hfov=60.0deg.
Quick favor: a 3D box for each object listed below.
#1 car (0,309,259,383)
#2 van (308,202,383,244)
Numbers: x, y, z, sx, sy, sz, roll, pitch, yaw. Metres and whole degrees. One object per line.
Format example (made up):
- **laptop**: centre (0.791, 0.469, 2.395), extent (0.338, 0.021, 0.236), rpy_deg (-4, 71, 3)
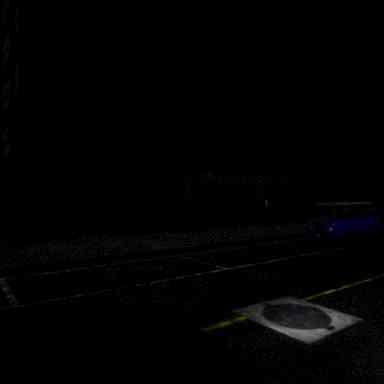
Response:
- **car**: centre (-1.717, 1.601, 2.094), extent (4.718, 1.301, 1.895), rpy_deg (0, 0, -35)
- **van**: centre (7.074, 1.342, 15.444), extent (3.998, 1.788, 1.690), rpy_deg (0, 0, -36)
